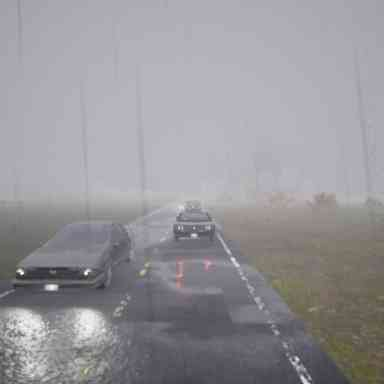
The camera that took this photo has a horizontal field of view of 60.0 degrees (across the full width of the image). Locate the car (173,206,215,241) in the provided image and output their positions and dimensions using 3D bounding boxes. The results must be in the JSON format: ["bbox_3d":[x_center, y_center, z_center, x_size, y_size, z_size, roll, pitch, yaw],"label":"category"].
[{"bbox_3d":[0.098,1.607,16.837,1.895,1.301,4.718,0,0,0],"label":"car"}]

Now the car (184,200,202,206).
[{"bbox_3d":[0.095,1.563,35.939,2.033,1.411,5.357,0,0,0],"label":"car"}]

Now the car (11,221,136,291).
[{"bbox_3d":[-2.843,1.550,9.396,2.033,1.411,5.357,0,0,0],"label":"car"}]
